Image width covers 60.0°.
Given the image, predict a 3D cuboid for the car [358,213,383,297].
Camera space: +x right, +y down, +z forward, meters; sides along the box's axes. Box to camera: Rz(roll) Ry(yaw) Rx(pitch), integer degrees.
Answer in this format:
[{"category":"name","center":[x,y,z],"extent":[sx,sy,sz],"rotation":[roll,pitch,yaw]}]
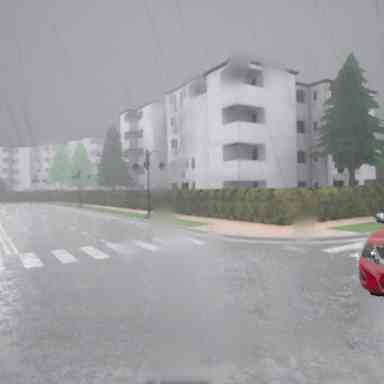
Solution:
[{"category":"car","center":[5.567,0.978,7.212],"extent":[5.566,2.045,2.150],"rotation":[-4,2,-45]}]
